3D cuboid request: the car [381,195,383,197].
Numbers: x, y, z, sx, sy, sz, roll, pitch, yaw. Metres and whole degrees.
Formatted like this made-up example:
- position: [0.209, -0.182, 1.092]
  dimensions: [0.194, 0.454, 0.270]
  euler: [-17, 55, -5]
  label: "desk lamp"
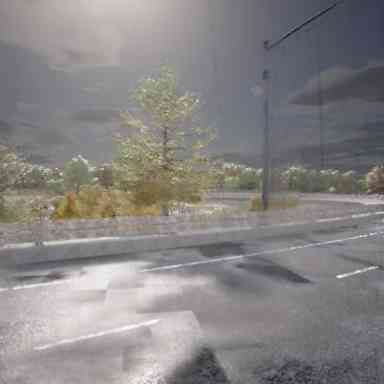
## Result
- position: [46.178, 1.491, 76.644]
  dimensions: [2.033, 1.411, 5.357]
  euler: [0, 0, 10]
  label: "car"
